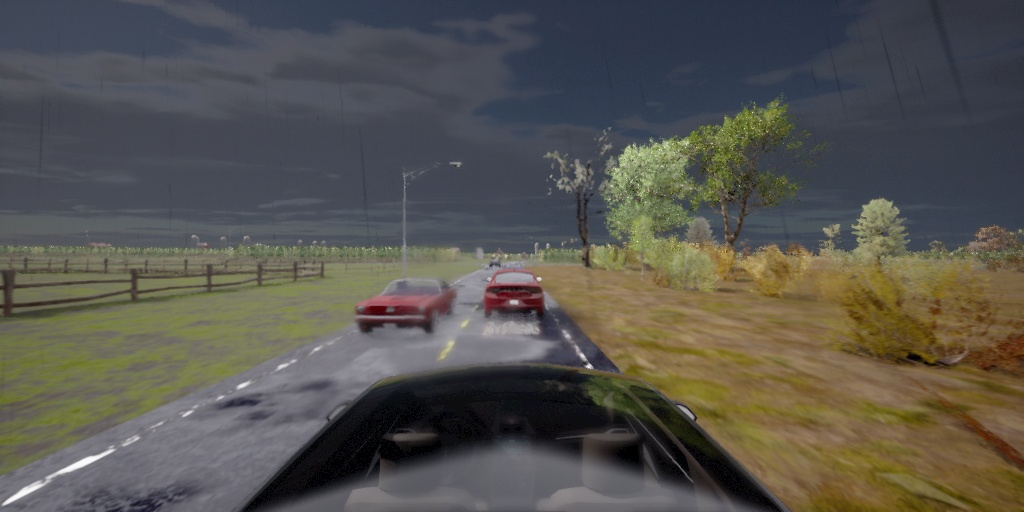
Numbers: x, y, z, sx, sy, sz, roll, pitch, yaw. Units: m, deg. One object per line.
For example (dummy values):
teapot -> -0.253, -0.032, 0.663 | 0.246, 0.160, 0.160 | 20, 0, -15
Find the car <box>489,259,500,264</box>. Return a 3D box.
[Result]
car -> -2.769, 1.168, 59.668 | 2.033, 1.411, 5.357 | 0, 0, 0

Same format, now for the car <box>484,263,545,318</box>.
car -> 0.082, 1.200, 12.925 | 1.882, 1.535, 5.008 | 0, 0, 0

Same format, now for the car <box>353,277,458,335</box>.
car -> -2.853, 1.329, 10.632 | 1.895, 1.301, 4.718 | 0, 0, 0
